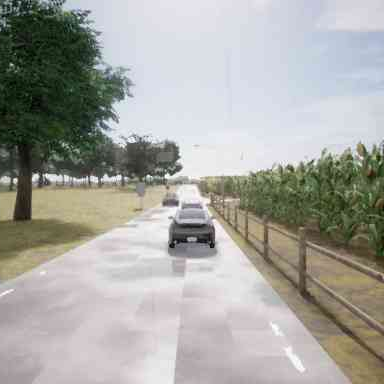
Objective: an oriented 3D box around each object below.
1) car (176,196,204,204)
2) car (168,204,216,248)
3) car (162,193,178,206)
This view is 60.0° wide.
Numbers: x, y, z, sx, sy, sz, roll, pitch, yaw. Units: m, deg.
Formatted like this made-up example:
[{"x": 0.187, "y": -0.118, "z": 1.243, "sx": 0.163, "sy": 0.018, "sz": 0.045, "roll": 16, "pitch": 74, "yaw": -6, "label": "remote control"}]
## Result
[{"x": 0.001, "y": 1.292, "z": 29.643, "sx": 2.128, "sy": 1.511, "sz": 4.902, "roll": 0, "pitch": 1, "yaw": 0, "label": "car"}, {"x": 0.000, "y": 1.485, "z": 14.650, "sx": 1.837, "sy": 1.490, "sz": 4.892, "roll": 0, "pitch": 0, "yaw": 0, "label": "car"}, {"x": -2.749, "y": 0.892, "z": 43.660, "sx": 2.097, "sy": 1.767, "sz": 4.553, "roll": 0, "pitch": 2, "yaw": 0, "label": "car"}]
